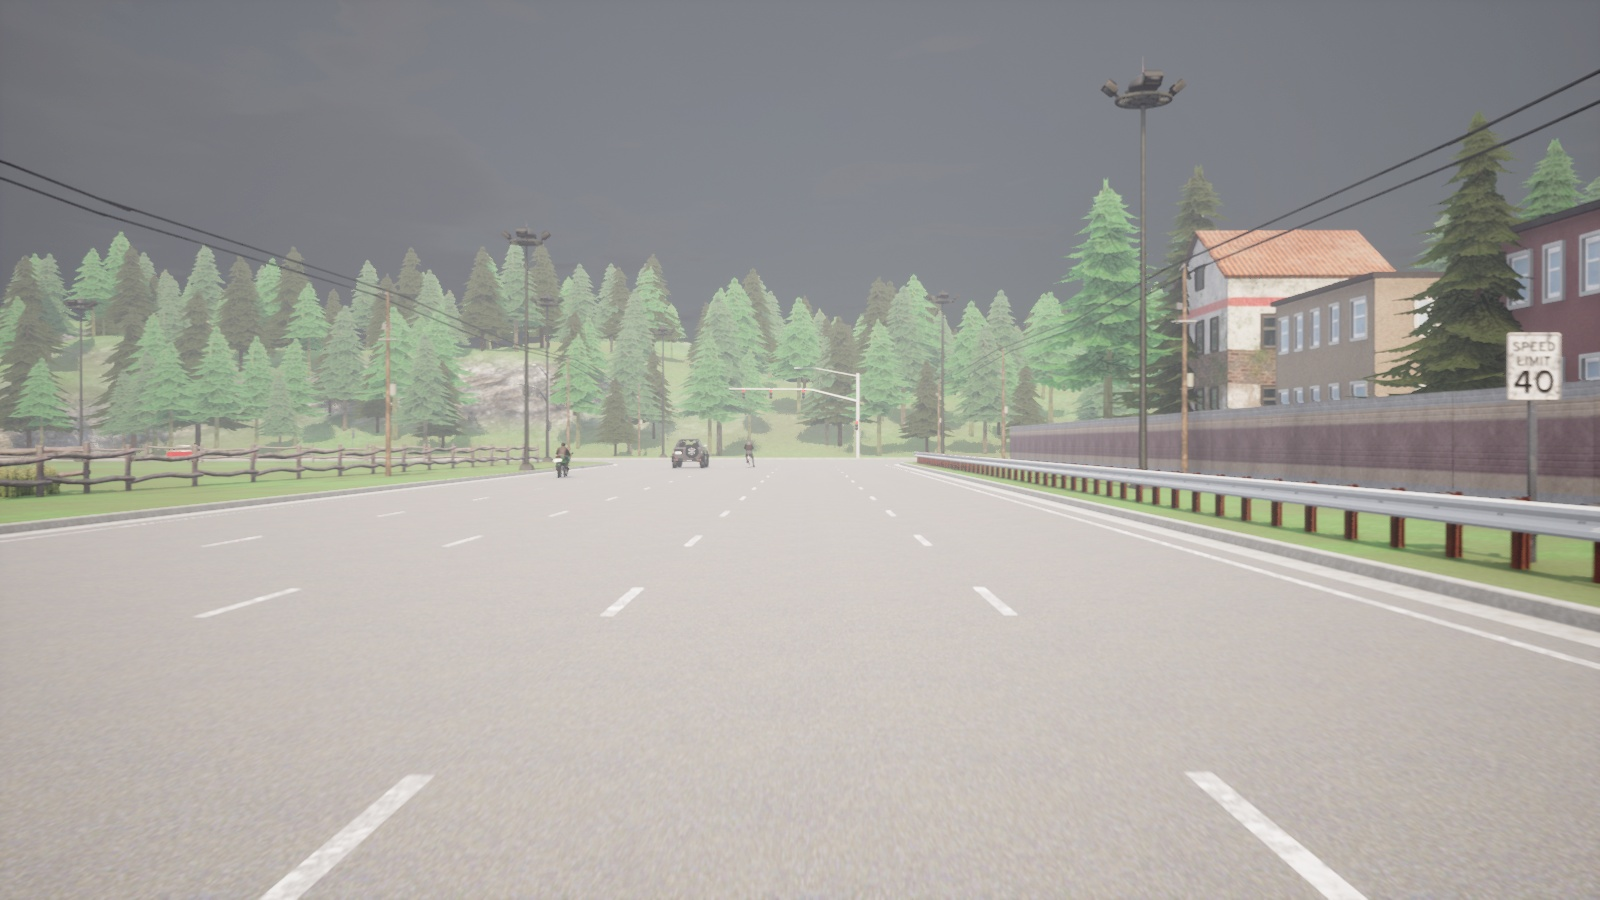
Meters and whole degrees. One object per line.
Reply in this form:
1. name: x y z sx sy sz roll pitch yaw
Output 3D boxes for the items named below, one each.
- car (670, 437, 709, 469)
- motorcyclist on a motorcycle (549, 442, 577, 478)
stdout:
1. car: -6.554 0.135 75.084 1.932 1.855 4.605 0 0 0
2. motorcyclist on a motorcycle: -10.177 0.416 53.970 0.797 1.523 2.044 0 0 0
